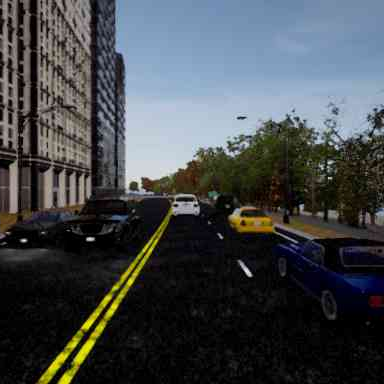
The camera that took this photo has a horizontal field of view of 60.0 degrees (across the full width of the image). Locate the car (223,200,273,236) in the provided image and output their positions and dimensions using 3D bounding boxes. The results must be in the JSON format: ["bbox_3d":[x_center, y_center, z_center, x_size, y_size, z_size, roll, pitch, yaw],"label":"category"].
[{"bbox_3d":[3.055,1.474,18.276,1.801,1.575,5.366,0,0,-1],"label":"car"}]

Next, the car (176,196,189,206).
[{"bbox_3d":[-1.602,1.514,55.182,1.882,1.535,5.008,0,0,-3],"label":"car"}]

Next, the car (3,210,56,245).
[{"bbox_3d":[-6.761,1.567,15.945,2.033,1.411,5.357,0,0,-1],"label":"car"}]

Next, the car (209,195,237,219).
[{"bbox_3d":[2.769,1.247,29.169,2.150,2.045,5.566,0,0,-2],"label":"car"}]

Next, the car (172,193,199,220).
[{"bbox_3d":[-0.560,1.250,29.028,2.150,2.045,5.566,0,0,-2],"label":"car"}]

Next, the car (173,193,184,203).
[{"bbox_3d":[-3.003,1.263,74.143,2.150,2.045,5.566,0,0,-5],"label":"car"}]

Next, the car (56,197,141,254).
[{"bbox_3d":[-3.481,1.238,14.008,2.150,2.045,5.566,0,0,-1],"label":"car"}]

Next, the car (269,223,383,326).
[{"bbox_3d":[3.219,1.607,7.060,1.895,1.301,4.718,0,0,0],"label":"car"}]
